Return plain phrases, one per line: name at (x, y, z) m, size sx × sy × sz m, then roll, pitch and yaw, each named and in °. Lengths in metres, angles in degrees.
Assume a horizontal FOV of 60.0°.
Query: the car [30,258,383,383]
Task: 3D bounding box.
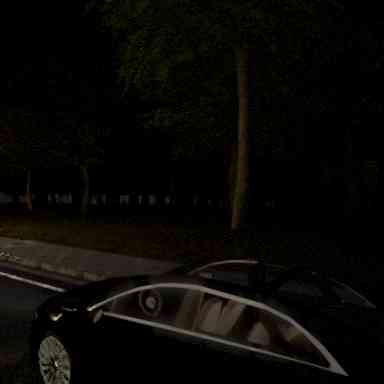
car at (0.202, 1.499, 3.542) m, size 4.902 × 1.511 × 2.128 m, roll -1°, pitch 0°, yaw 35°
